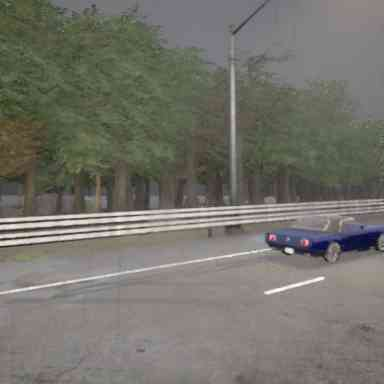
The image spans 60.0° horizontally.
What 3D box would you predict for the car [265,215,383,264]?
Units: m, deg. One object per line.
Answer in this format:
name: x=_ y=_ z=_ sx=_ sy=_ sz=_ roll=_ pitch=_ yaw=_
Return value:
car: x=4.769 y=1.443 z=11.237 sx=4.718 sy=1.301 sz=1.895 roll=-1 pitch=1 yaw=-34
